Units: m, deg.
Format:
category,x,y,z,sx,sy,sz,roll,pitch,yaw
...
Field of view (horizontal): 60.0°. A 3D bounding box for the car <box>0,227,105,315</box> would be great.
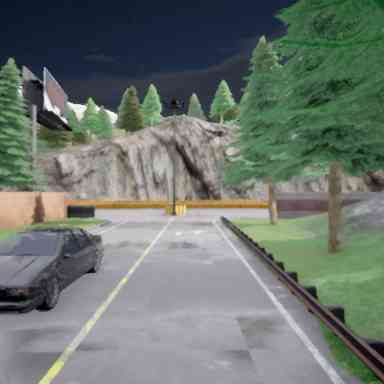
category,x,y,z,sx,sy,sz,roll,pitch,yaw
car,-3.593,1.592,8.127,2.033,1.411,5.357,0,0,0
